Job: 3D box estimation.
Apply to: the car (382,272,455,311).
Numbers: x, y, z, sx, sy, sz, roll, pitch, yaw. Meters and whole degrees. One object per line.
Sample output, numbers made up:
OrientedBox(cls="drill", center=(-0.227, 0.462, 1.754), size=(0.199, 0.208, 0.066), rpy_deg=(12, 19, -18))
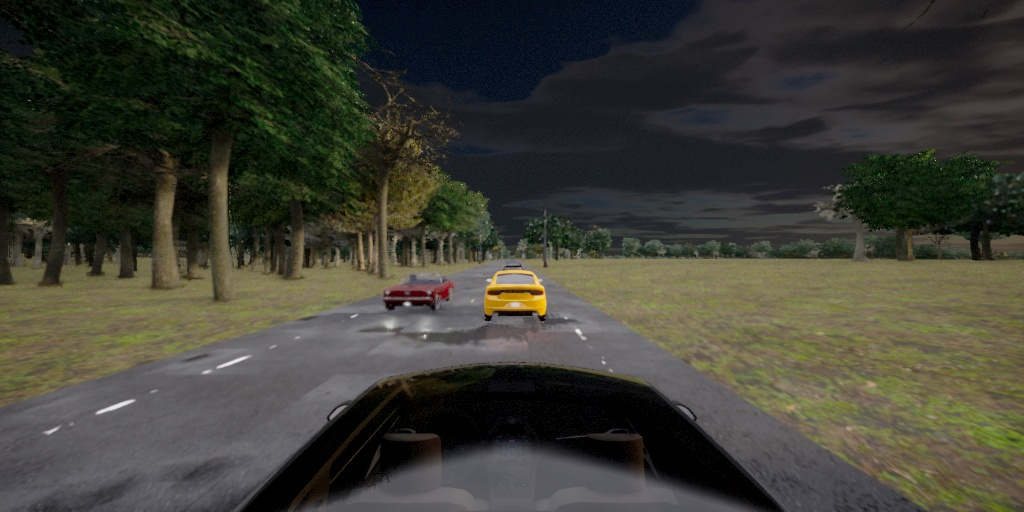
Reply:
OrientedBox(cls="car", center=(-3.597, 1.357, 14.563), size=(1.895, 1.301, 4.718), rpy_deg=(0, 0, 0))

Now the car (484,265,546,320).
OrientedBox(cls="car", center=(0.099, 1.233, 12.683), size=(1.882, 1.535, 5.008), rpy_deg=(0, 0, 0))

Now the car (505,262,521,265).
OrientedBox(cls="car", center=(0.098, 1.266, 33.163), size=(2.128, 1.511, 4.902), rpy_deg=(0, 0, 0))
